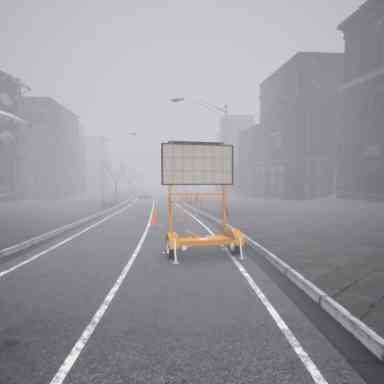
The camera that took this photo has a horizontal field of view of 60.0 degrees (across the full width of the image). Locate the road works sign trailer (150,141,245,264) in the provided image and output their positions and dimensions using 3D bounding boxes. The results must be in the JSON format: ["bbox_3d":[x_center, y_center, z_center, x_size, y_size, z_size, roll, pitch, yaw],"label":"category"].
[{"bbox_3d":[0.141,0.174,10.847,2.380,3.560,2.880,-1,1,-16],"label":"road works sign trailer"}]

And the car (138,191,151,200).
[{"bbox_3d":[-7.809,0.576,55.324,1.994,1.385,4.181,0,2,-6],"label":"car"}]
